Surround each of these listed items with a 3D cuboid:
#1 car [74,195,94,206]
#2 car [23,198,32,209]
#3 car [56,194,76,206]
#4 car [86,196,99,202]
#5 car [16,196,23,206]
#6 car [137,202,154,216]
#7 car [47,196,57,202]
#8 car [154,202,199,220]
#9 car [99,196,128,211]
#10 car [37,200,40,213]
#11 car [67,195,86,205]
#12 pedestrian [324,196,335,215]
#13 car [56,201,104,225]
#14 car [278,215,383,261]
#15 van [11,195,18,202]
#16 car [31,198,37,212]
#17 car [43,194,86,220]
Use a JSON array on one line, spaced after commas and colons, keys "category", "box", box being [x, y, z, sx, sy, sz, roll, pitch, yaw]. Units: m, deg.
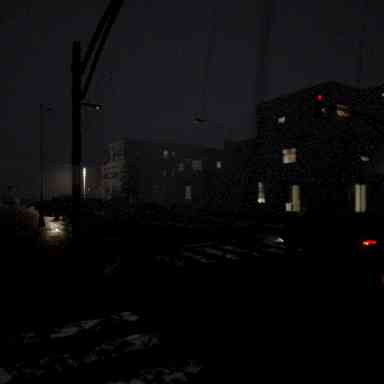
[{"category": "car", "box": [-18.560, 1.430, 57.001, 2.192, 1.841, 5.009, 0, 0, -32]}, {"category": "car", "box": [-22.709, 1.611, 47.750, 1.752, 1.417, 4.829, 0, 0, -32]}, {"category": "car", "box": [-21.665, 1.339, 57.090, 2.150, 2.045, 5.566, 0, 0, -32]}, {"category": "car", "box": [-12.717, 1.574, 42.554, 1.837, 1.490, 4.892, 0, 0, -32]}, {"category": "car", "box": [-28.600, 1.683, 57.326, 1.947, 1.339, 4.313, 0, 0, -32]}, {"category": "car", "box": [-4.053, 1.626, 33.420, 1.802, 1.307, 4.206, 0, 0, -32]}, {"category": "car", "box": [-35.968, 1.797, 85.295, 1.802, 1.307, 4.206, 0, 0, -32]}, {"category": "car", "box": [-1.241, 1.557, 28.848, 1.752, 1.417, 4.829, 0, 0, -32]}, {"category": "car", "box": [-9.855, 1.386, 42.853, 2.192, 1.841, 5.009, 0, 0, -32]}, {"category": "car", "box": [-14.094, 1.594, 33.746, 2.008, 1.369, 4.403, 0, 0, -32]}, {"category": "car", "box": [-21.461, 1.446, 61.717, 2.192, 1.841, 5.009, 0, 0, -32]}, {"category": "pedestrian", "box": [7.999, 1.150, 19.442, 0.375, 1.860, 0.375, 0, -1, -32]}, {"category": "car", "box": [-8.291, 1.569, 24.314, 2.008, 1.369, 4.403, 0, 0, -32]}, {"category": "car", "box": [5.294, 1.552, 12.427, 2.033, 1.411, 5.357, 0, 0, -14]}, {"category": "van", "box": [-43.107, 1.543, 80.907, 1.690, 1.788, 3.998, 0, 0, -32]}, {"category": "car", "box": [-16.995, 1.602, 38.462, 1.887, 1.381, 4.507, 0, 0, -32]}, {"category": "car", "box": [-11.192, 1.345, 29.031, 2.192, 1.841, 5.009, 0, 0, -32]}]
